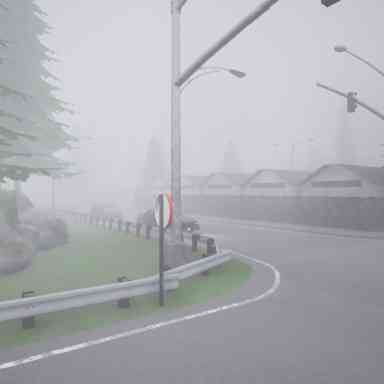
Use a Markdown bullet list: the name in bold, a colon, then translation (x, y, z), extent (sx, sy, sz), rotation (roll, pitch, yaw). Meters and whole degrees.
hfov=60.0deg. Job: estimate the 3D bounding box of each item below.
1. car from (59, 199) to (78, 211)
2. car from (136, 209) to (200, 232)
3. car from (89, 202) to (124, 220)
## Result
- **car**: translation (-15.959, 1.709, 43.086), extent (1.812, 1.442, 4.674), rotation (-1, 0, -16)
- **car**: translation (-1.697, 1.739, 21.112), extent (2.033, 1.411, 5.357), rotation (0, 0, -35)
- **car**: translation (-7.746, 1.695, 29.836), extent (1.837, 1.490, 4.892), rotation (0, 0, -35)
